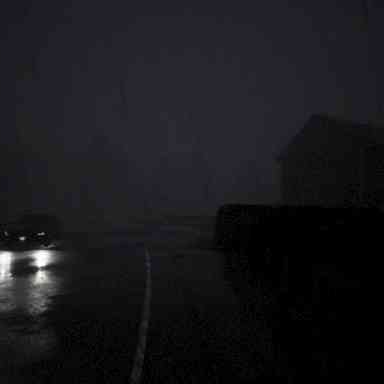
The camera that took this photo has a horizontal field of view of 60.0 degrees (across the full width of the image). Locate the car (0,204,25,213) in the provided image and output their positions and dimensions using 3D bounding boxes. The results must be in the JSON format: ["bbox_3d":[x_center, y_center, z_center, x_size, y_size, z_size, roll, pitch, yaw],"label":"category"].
[{"bbox_3d":[-22.897,2.242,40.850,4.553,1.767,2.097,2,-2,-25],"label":"car"}]

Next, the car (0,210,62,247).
[{"bbox_3d":[-7.956,1.857,17.031,1.837,1.490,4.892,1,-1,-12],"label":"car"}]
